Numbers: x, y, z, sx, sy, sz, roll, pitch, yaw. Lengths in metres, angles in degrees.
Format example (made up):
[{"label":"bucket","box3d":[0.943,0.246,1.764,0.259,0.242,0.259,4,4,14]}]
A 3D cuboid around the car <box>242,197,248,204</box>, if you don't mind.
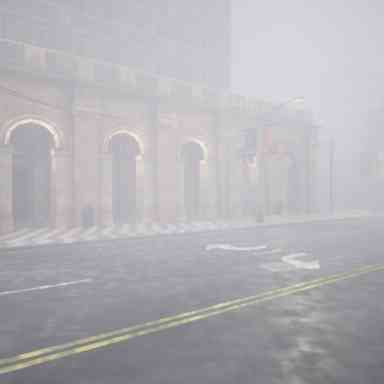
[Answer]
[{"label":"car","box3d":[9.847,1.592,56.587,1.895,1.301,4.718,0,0,-36]}]
